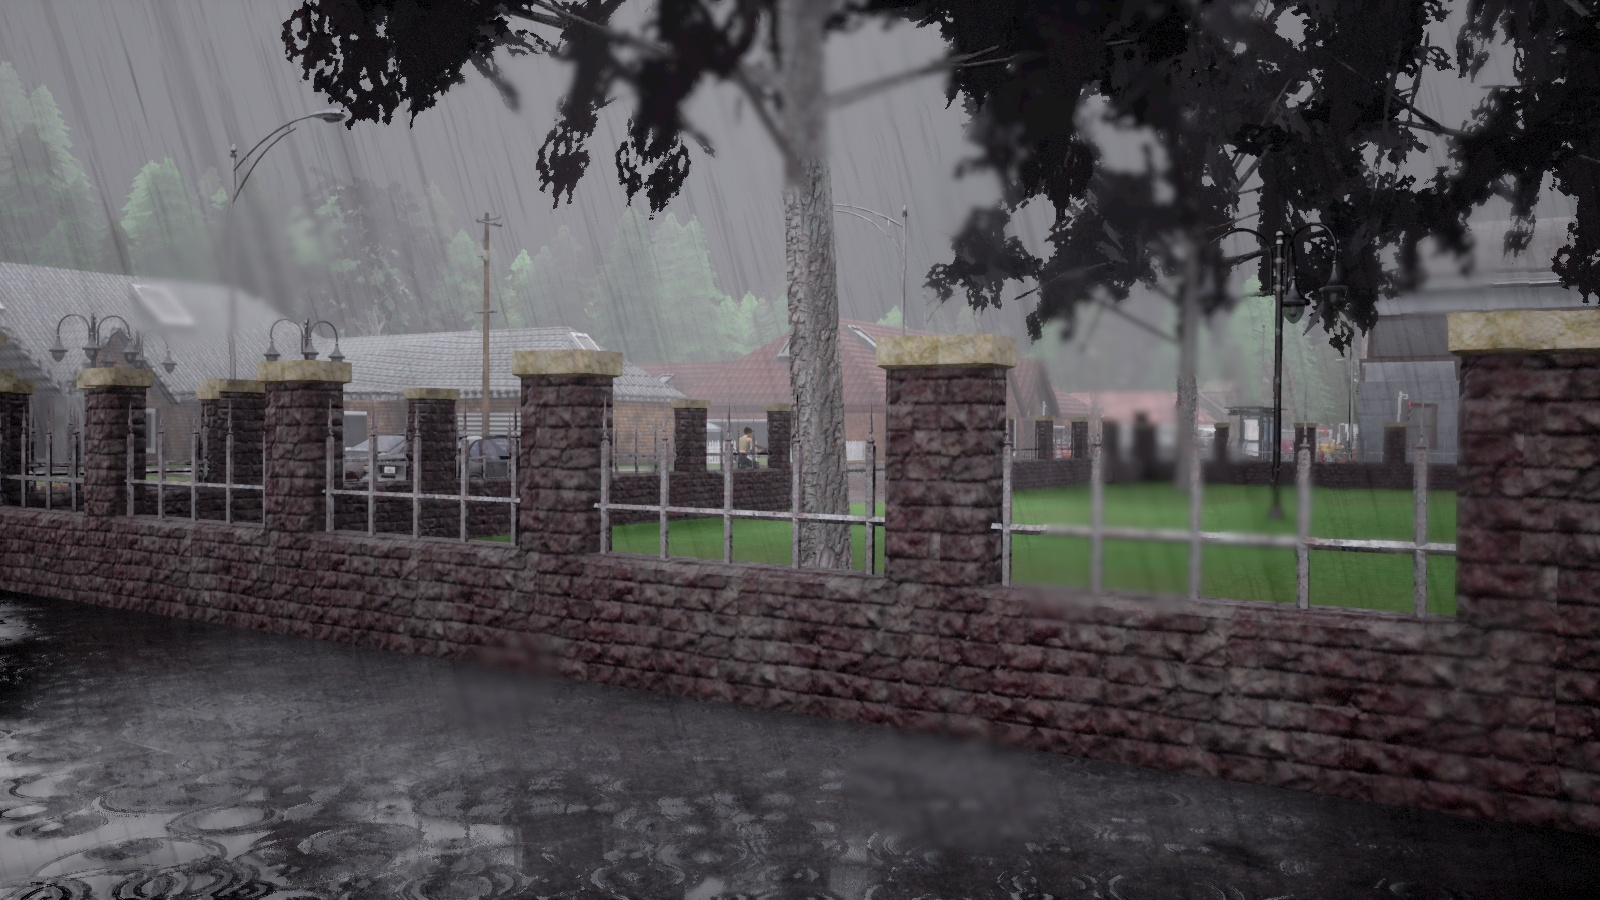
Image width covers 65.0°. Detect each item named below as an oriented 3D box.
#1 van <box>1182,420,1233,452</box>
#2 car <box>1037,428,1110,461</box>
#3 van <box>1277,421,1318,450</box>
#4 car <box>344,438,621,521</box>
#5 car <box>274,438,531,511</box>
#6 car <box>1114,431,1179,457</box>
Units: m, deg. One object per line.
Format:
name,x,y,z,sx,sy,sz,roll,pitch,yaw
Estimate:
van,26.635,-0.902,81.972,2.069,2.038,4.480,0,1,33
car,13.541,-0.291,61.976,2.007,1.525,4.514,0,1,33
van,34.197,-1.003,86.217,1.775,1.987,4.442,0,1,33
car,-6.040,0.496,24.689,2.033,1.411,5.357,0,1,32
car,-8.695,0.475,28.017,2.033,1.411,5.357,0,1,33
car,19.801,-0.377,71.532,2.033,1.411,5.357,0,1,33
